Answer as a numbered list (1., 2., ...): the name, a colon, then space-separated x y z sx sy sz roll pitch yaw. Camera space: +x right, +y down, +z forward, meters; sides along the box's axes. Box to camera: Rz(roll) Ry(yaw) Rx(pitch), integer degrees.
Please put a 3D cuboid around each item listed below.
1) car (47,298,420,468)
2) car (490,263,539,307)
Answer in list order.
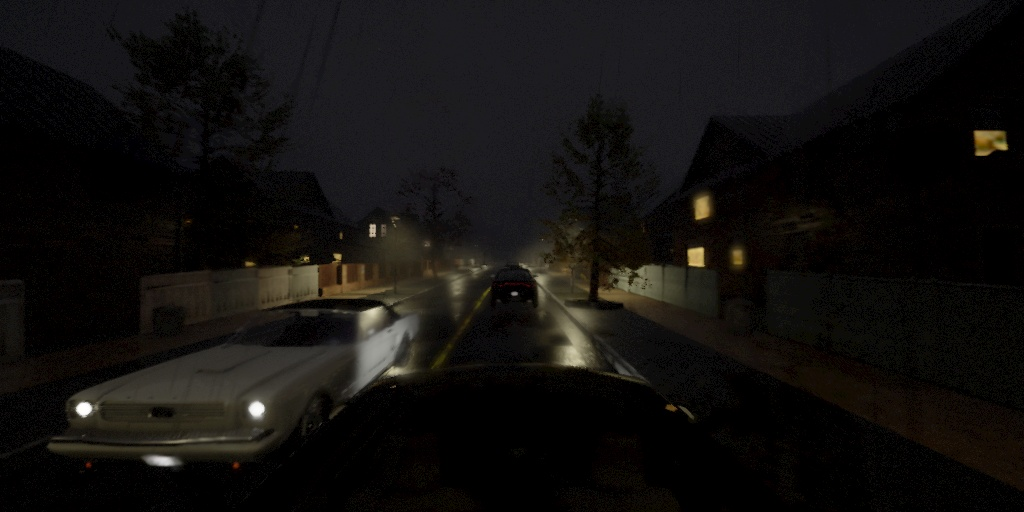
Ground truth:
1. car: -2.817 1.353 5.108 1.895 1.301 4.718 0 0 0
2. car: 0.097 1.240 15.622 1.882 1.535 5.008 0 0 0
